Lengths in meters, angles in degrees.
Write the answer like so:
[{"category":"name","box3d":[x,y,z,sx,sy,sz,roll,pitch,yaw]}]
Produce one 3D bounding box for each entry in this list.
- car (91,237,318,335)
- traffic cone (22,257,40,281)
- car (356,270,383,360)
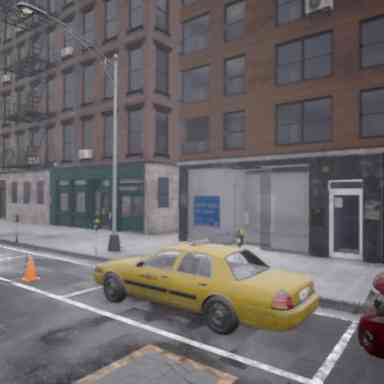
[{"category":"car","box3d":[-0.064,1.601,6.719,4.829,1.417,1.752,0,-1,37]},{"category":"traffic cone","box3d":[-4.298,2.026,8.872,0.340,0.580,0.340,0,-1,37]},{"category":"car","box3d":[4.497,1.384,3.324,5.009,1.841,2.192,0,-1,37]}]
